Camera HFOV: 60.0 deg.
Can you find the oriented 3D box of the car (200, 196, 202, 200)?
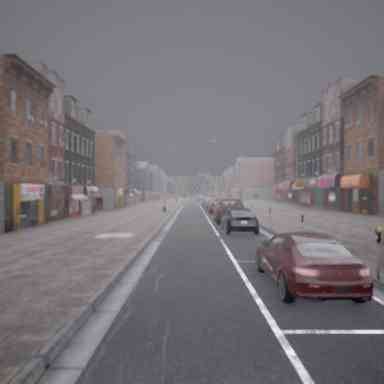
[{"bbox_3d":[2.625,1.682,51.665,1.802,1.307,4.206,0,0,0],"label":"car"}]

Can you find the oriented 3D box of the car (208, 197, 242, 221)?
[{"bbox_3d":[2.631,1.334,24.330,2.192,1.841,5.009,0,0,0],"label":"car"}]

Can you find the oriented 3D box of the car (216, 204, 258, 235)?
[{"bbox_3d":[2.633,1.577,18.863,1.947,1.339,4.313,0,0,0],"label":"car"}]

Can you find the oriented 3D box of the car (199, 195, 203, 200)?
[{"bbox_3d":[2.623,1.562,57.132,1.967,1.590,4.097,0,0,0],"label":"car"}]

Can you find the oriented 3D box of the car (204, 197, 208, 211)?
[{"bbox_3d":[2.628,1.590,35.265,1.887,1.381,4.507,0,0,0],"label":"car"}]

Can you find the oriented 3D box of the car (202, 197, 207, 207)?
[{"bbox_3d":[2.627,1.627,40.731,1.947,1.339,4.313,0,0,0],"label":"car"}]

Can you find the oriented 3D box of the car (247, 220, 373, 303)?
[{"bbox_3d":[2.635,1.583,7.930,1.802,1.307,4.206,0,0,0],"label":"car"}]

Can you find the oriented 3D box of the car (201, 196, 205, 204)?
[{"bbox_3d":[2.626,1.606,46.368,1.752,1.417,4.829,0,0,0],"label":"car"}]
